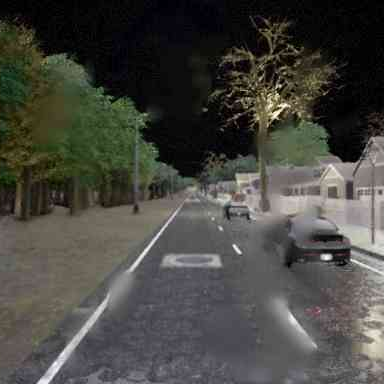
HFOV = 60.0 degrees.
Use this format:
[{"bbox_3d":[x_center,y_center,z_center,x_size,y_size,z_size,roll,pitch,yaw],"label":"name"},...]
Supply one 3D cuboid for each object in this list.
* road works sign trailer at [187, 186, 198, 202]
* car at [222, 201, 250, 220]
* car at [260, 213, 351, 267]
[{"bbox_3d":[0.035,0.469,73.365,2.380,3.560,2.880,0,0,0],"label":"road works sign trailer"},{"bbox_3d":[3.615,1.477,27.846,2.128,1.511,4.902,0,0,0],"label":"car"},{"bbox_3d":[3.605,1.496,11.339,1.837,1.490,4.892,0,0,0],"label":"car"}]
